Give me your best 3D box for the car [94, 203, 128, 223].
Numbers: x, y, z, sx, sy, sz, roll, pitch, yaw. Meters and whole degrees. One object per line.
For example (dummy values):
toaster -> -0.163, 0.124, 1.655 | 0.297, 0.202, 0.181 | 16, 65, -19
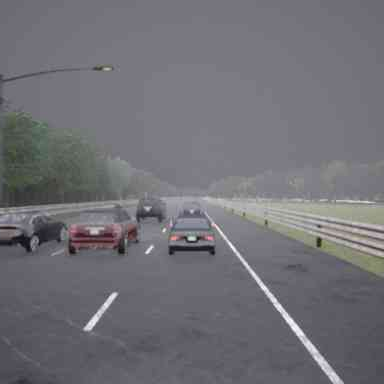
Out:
car -> -7.003, 1.790, 29.306 | 1.837, 1.490, 4.892 | 0, 0, 0

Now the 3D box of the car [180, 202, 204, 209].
car -> -0.004, 1.630, 29.081 | 2.097, 1.767, 4.553 | 0, -1, 0

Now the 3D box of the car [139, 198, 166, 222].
car -> -3.505, 1.495, 29.005 | 2.150, 2.045, 5.566 | 0, 0, 0

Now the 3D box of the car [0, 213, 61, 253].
car -> -6.999, 1.628, 14.300 | 2.128, 1.511, 4.902 | 0, 0, 0

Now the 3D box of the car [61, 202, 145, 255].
car -> -3.500, 1.483, 14.076 | 2.097, 1.767, 4.553 | 0, -1, 0

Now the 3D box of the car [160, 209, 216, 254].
car -> -0.002, 1.680, 13.997 | 2.033, 1.411, 5.357 | 0, -1, 0
